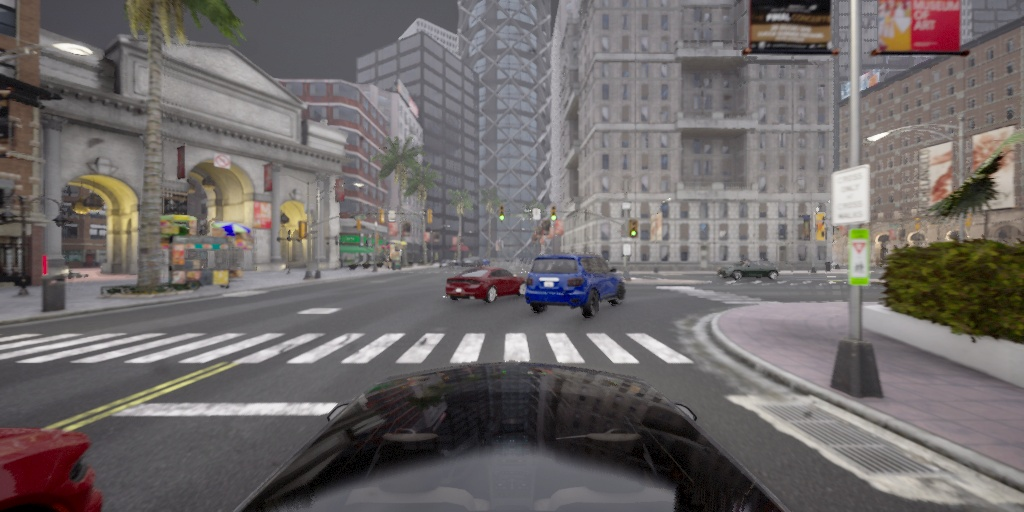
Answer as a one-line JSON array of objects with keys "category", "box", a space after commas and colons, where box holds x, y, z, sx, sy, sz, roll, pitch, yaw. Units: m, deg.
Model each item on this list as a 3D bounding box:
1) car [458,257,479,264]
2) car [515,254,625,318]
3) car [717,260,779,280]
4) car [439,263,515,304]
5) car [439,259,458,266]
[{"category": "car", "box": [-6.996, 1.274, 58.051, 1.882, 1.535, 5.008, 0, 0, 0]}, {"category": "car", "box": [2.539, 0.980, 13.480, 2.150, 2.045, 5.566, -1, -1, 31]}, {"category": "car", "box": [20.215, 1.124, 30.897, 4.553, 1.767, 2.097, 0, 0, 0]}, {"category": "car", "box": [-0.981, 1.240, 16.685, 1.882, 1.535, 5.008, -1, 0, 28]}, {"category": "car", "box": [-10.496, 1.288, 57.797, 2.128, 1.511, 4.902, 0, 0, 0]}]
